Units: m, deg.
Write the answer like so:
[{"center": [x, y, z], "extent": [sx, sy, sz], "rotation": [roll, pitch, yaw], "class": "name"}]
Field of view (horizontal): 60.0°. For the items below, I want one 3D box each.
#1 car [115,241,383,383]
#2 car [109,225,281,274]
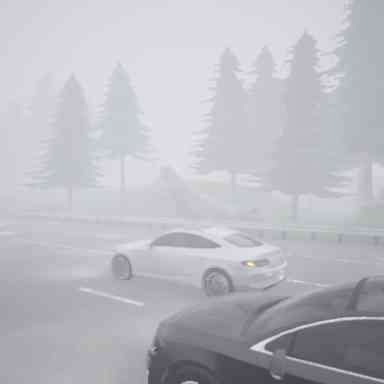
[{"center": [1.762, 1.507, 2.735], "extent": [4.892, 1.490, 1.837], "rotation": [0, 0, 35], "class": "car"}, {"center": [-0.016, 1.558, 8.303], "extent": [4.674, 1.442, 1.812], "rotation": [0, 0, 35], "class": "car"}]
